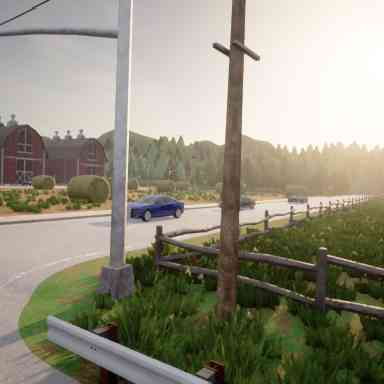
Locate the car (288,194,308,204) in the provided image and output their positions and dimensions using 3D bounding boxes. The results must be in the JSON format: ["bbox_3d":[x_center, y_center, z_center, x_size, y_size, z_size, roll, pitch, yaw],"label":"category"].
[{"bbox_3d":[15.431,0.974,48.225,1.994,1.385,4.181,3,2,33],"label":"car"}]

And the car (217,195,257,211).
[{"bbox_3d":[4.404,0.983,31.640,2.033,1.411,5.357,3,2,33],"label":"car"}]

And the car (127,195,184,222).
[{"bbox_3d":[-2.442,0.935,21.235,1.882,1.535,5.008,3,2,33],"label":"car"}]

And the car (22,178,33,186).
[{"bbox_3d":[-39.004,-2.370,79.384,1.905,1.878,3.866,8,2,-13],"label":"car"}]
